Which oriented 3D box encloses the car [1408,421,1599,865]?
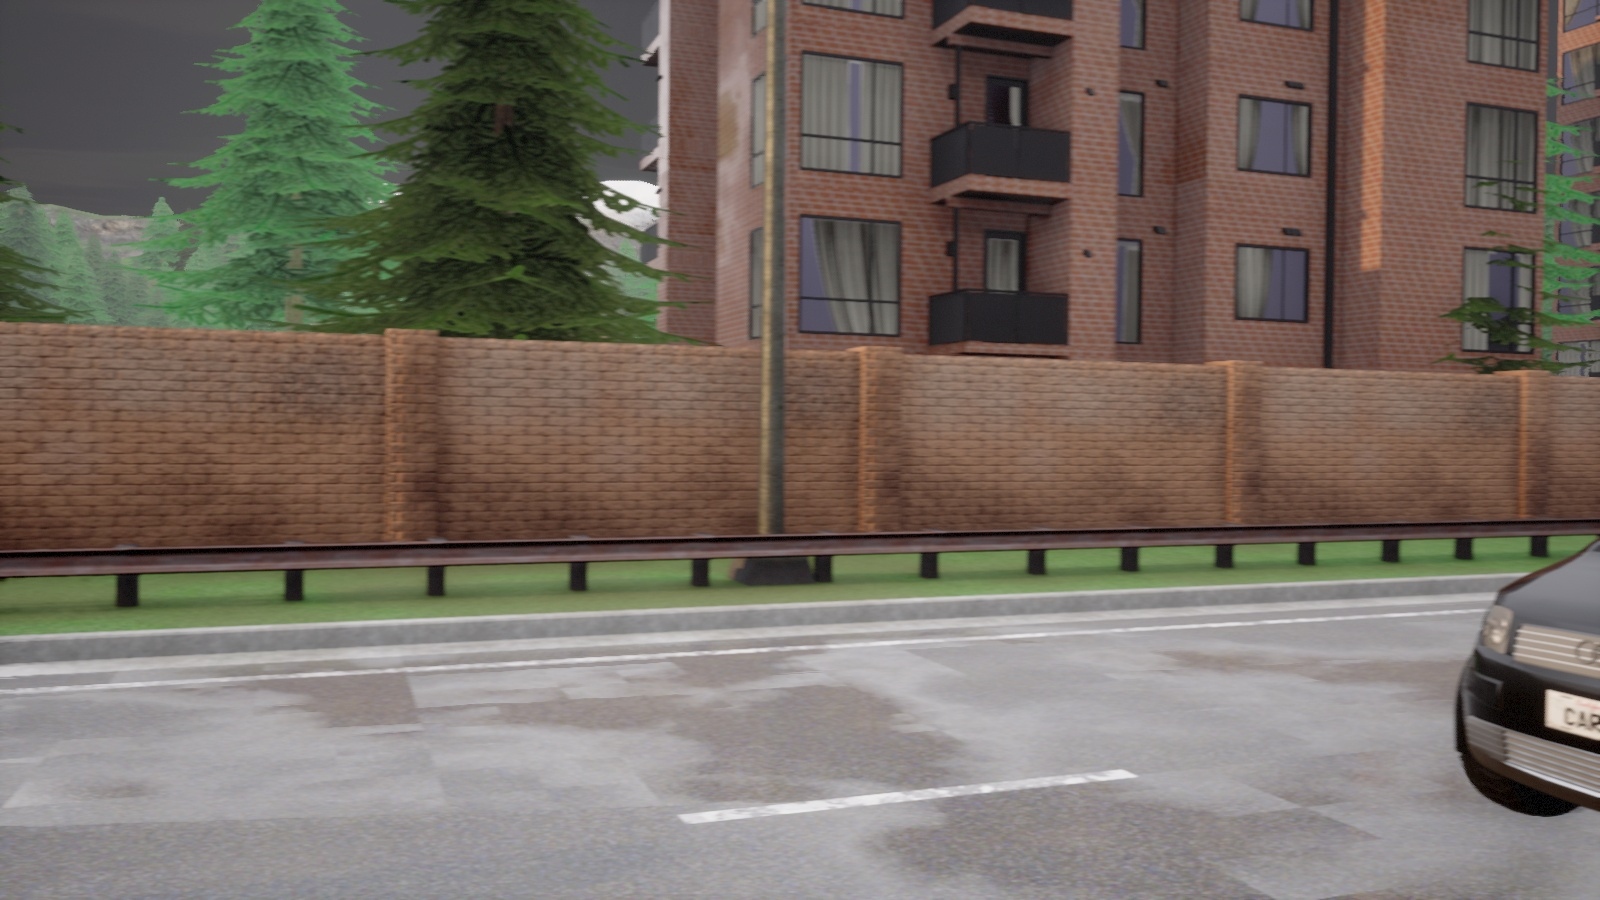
[{"bbox_3d":[4.541,0.647,4.963,3.705,1.549,1.789,-1,1,-21],"label":"car"}]
